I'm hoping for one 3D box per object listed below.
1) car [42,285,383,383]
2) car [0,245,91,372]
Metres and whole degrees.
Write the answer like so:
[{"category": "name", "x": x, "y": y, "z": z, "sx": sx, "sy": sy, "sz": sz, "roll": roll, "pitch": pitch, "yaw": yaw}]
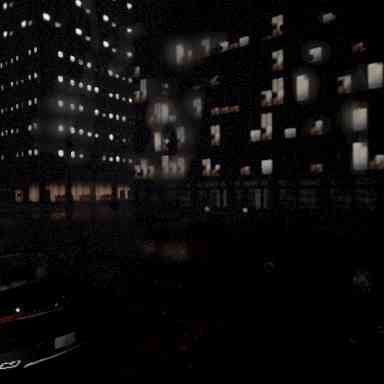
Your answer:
[{"category": "car", "x": 1.257, "y": 1.545, "z": 1.993, "sx": 4.507, "sy": 1.381, "sz": 1.887, "roll": 0, "pitch": -1, "yaw": 35}, {"category": "car", "x": -3.280, "y": 1.512, "z": 5.224, "sx": 4.403, "sy": 1.369, "sz": 2.008, "roll": 0, "pitch": -1, "yaw": 35}]
